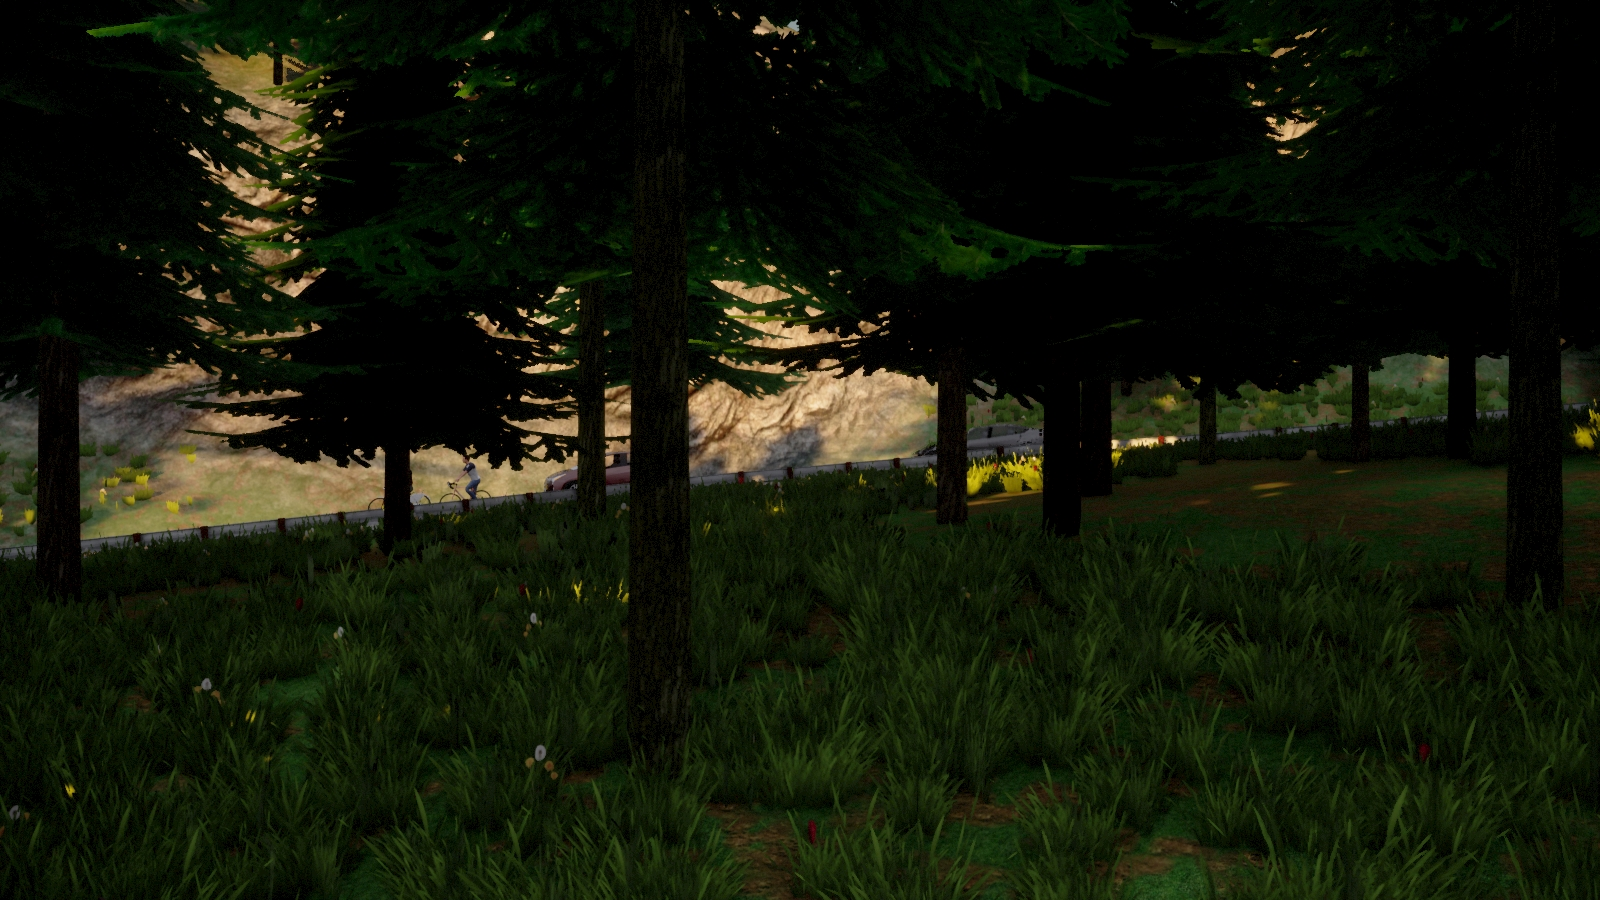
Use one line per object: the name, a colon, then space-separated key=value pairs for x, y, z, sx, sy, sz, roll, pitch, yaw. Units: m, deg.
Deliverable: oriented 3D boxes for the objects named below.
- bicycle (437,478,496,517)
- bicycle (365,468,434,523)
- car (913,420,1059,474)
bicycle: x=-10.252 y=1.440 z=35.171 sx=1.643 sy=1.024 sz=0.373 roll=-5 pitch=3 yaw=-36
bicycle: x=-12.076 y=1.355 z=34.489 sx=1.835 sy=1.471 sz=0.329 roll=-5 pitch=2 yaw=-29
car: x=6.427 y=-0.114 z=39.996 sx=4.792 sy=1.488 sz=2.163 roll=-4 pitch=0 yaw=5
